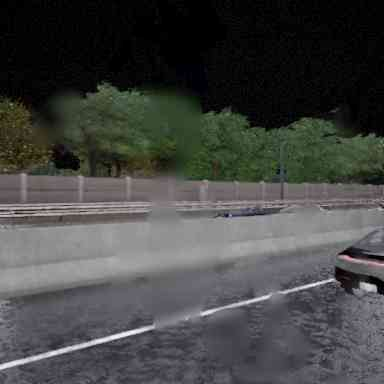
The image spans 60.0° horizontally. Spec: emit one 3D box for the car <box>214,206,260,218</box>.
[{"bbox_3d":[3.886,1.659,23.961,4.718,1.301,1.895,0,0,-35],"label":"car"}]

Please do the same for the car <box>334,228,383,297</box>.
[{"bbox_3d":[5.164,1.521,7.431,4.902,1.511,2.128,0,0,-36],"label":"car"}]

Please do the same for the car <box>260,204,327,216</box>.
[{"bbox_3d":[7.070,1.570,21.931,4.892,1.490,1.837,1,-1,-35],"label":"car"}]
